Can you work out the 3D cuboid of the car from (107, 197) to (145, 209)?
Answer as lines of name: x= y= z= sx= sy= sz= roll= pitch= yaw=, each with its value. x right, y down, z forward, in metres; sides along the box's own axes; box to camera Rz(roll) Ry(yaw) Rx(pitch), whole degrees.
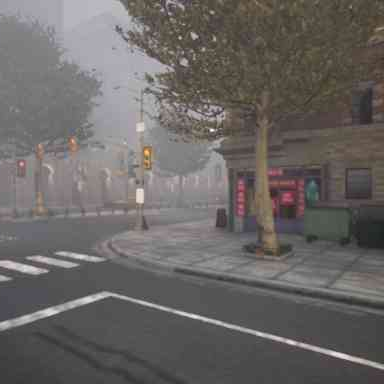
car: x=-8.627 y=1.438 z=45.294 sx=1.882 sy=1.535 sz=5.008 roll=0 pitch=0 yaw=36

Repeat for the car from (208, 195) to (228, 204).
car: x=5.067 y=1.311 z=64.131 sx=2.097 sy=1.767 sz=4.553 roll=0 pitch=0 yaw=36

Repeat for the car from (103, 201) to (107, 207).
car: x=-10.485 y=1.551 z=48.103 sx=1.895 sy=1.301 sz=4.718 roll=0 pitch=0 yaw=36
